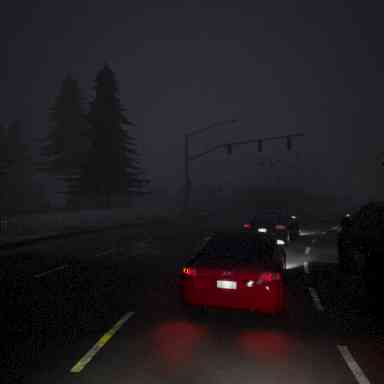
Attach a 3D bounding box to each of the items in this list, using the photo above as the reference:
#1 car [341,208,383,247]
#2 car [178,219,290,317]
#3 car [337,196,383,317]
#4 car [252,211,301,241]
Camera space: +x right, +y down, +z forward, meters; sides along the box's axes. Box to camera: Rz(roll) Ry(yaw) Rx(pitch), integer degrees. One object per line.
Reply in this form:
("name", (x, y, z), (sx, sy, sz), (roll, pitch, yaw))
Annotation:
("car", (8.379, 1.564, 15.885), (1.994, 1.385, 4.181), (0, 0, 28))
("car", (1.134, 1.564, 7.658), (1.994, 1.385, 4.181), (0, 0, 16))
("car", (4.711, 1.221, 7.295), (2.150, 2.045, 5.566), (0, 0, 15))
("car", (3.800, 1.564, 15.627), (1.994, 1.385, 4.181), (0, 0, 26))
